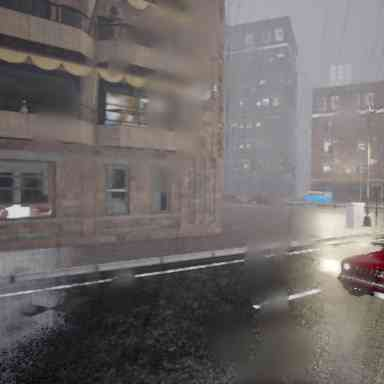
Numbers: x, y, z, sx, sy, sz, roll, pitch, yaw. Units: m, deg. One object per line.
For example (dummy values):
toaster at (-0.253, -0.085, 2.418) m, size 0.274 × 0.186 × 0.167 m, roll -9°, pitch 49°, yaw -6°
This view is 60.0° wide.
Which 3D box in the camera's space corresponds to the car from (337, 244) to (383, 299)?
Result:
car at (5.318, 1.630, 7.408) m, size 4.718 × 1.301 × 1.895 m, roll 1°, pitch 0°, yaw -35°

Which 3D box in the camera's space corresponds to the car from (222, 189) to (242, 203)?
car at (3.969, 0.524, 43.642) m, size 5.009 × 1.841 × 2.192 m, roll 2°, pitch 0°, yaw 24°

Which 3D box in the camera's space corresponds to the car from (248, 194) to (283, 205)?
car at (9.116, 0.973, 41.382) m, size 4.206 × 1.307 × 1.802 m, roll 2°, pitch 0°, yaw 24°

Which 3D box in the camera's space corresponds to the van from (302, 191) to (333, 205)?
van at (17.739, 0.853, 46.757) m, size 3.998 × 1.788 × 1.690 m, roll 2°, pitch 0°, yaw 24°
